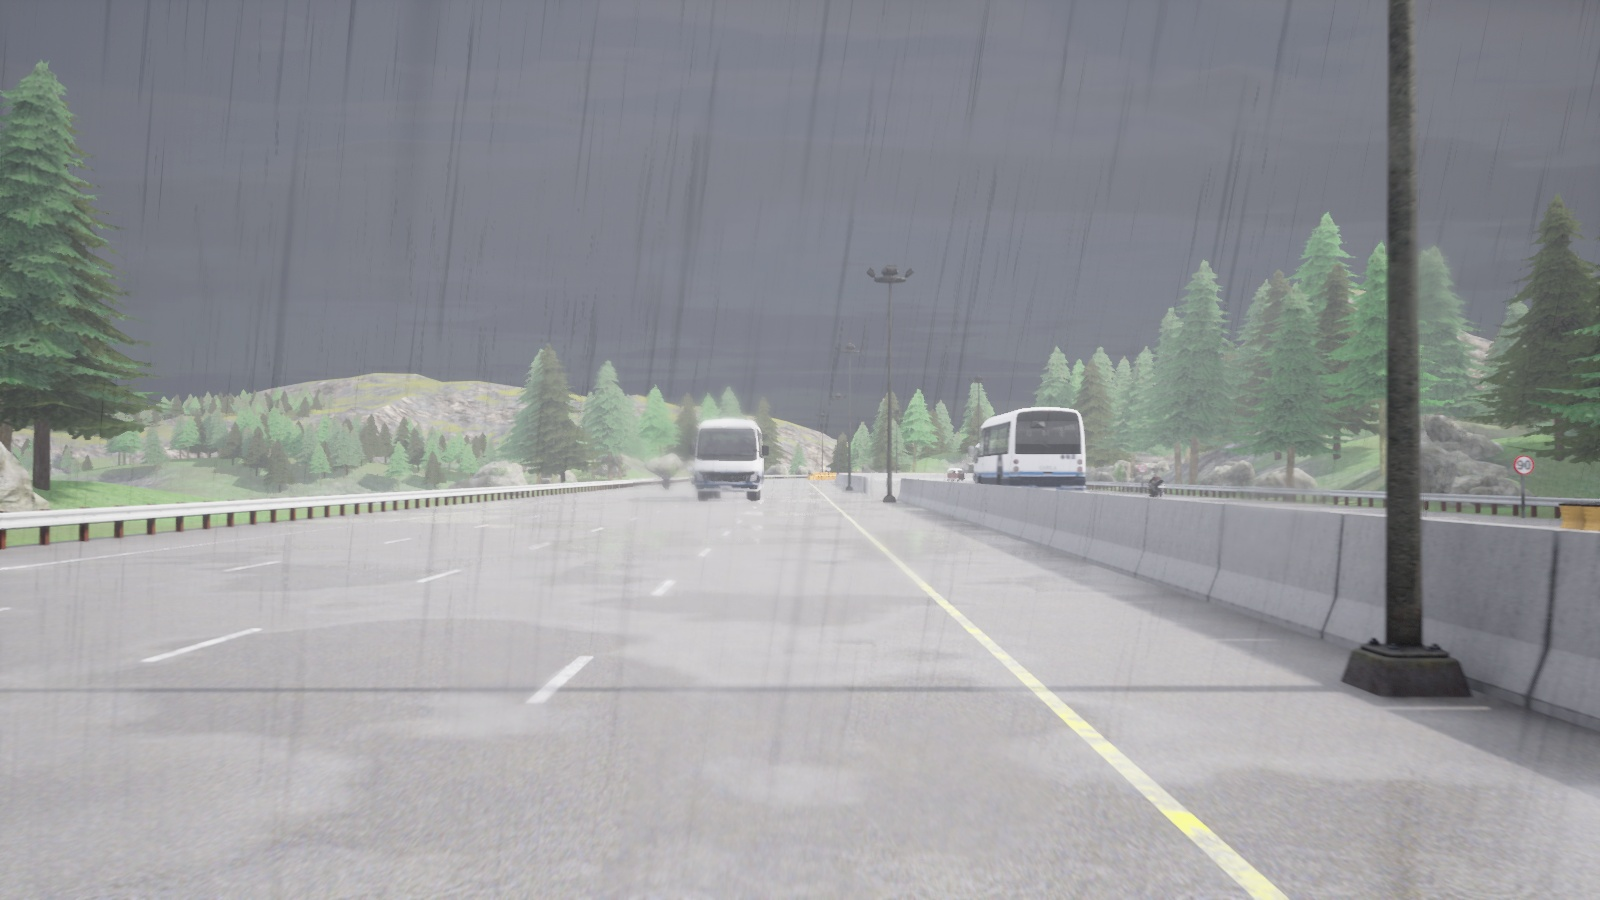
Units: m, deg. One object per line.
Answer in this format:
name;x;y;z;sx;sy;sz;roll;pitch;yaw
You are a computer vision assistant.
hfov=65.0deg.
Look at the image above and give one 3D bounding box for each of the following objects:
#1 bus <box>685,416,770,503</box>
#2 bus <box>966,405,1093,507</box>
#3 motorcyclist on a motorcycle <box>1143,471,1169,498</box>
bus;-3.662;0.570;66.777;3.944;4.253;10.273;0;-1;0
bus;10.359;0.368;58.035;3.944;4.253;10.273;0;-1;0
motorcyclist on a motorcycle;20.829;1.997;73.511;0.866;1.530;2.191;0;-1;0
